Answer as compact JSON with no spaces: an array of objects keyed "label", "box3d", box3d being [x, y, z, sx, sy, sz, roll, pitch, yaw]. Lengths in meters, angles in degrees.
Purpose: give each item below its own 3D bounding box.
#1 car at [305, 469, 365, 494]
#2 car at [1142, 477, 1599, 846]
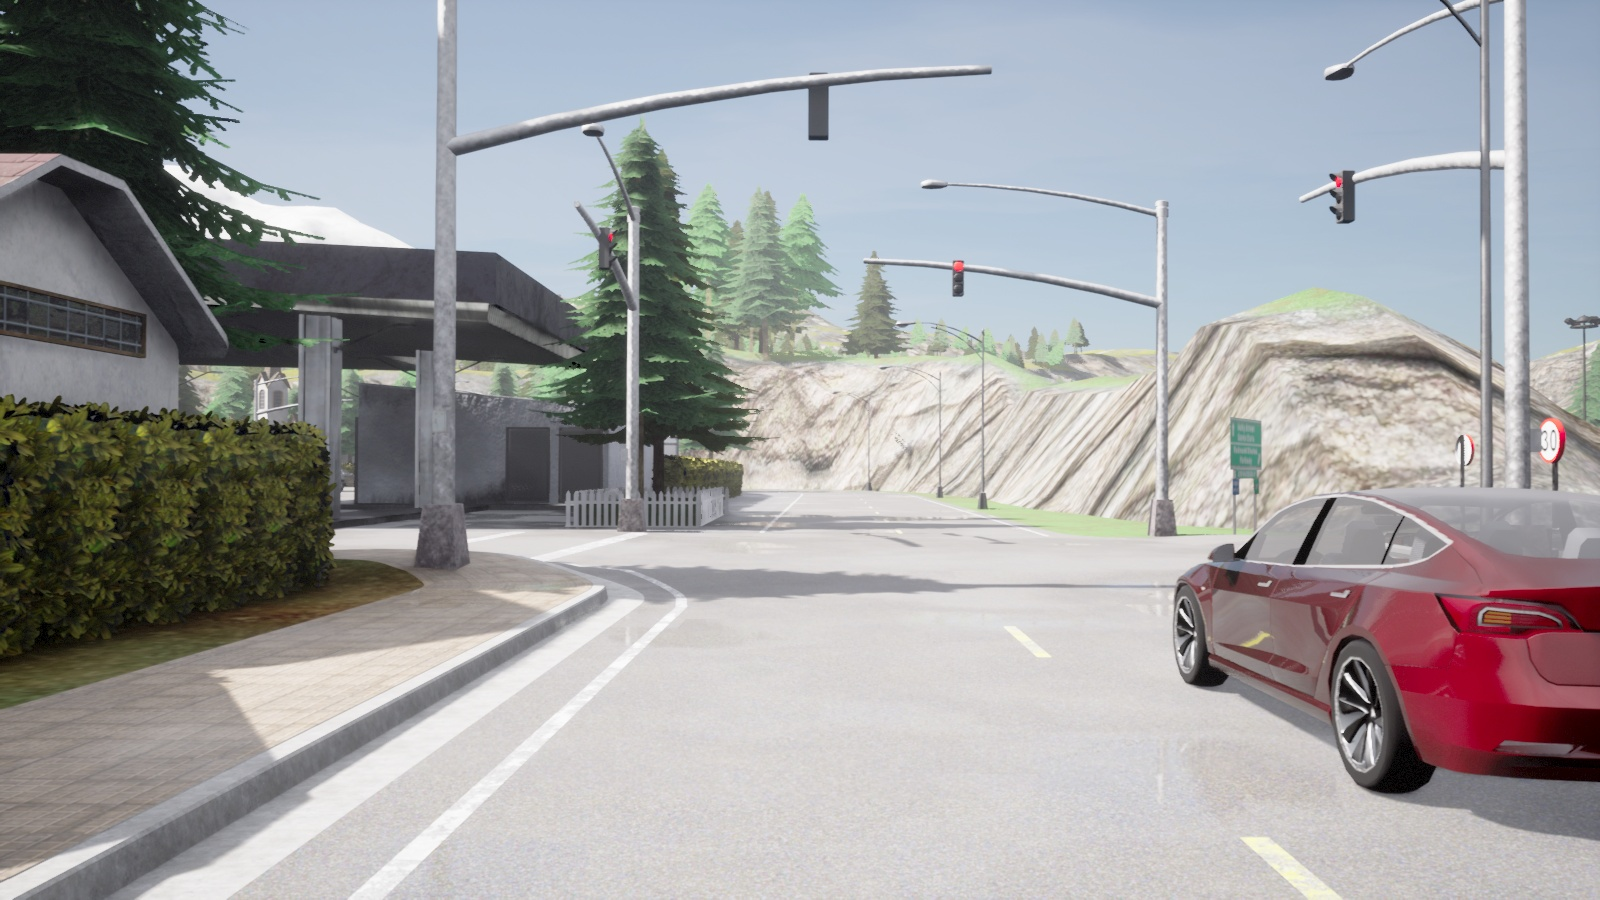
[{"label":"car","box3d":[-32.104,2.148,86.851,2.152,1.651,5.027,0,-1,1]},{"label":"car","box3d":[3.753,0.923,7.570,2.163,1.488,4.792,0,-1,1]}]
